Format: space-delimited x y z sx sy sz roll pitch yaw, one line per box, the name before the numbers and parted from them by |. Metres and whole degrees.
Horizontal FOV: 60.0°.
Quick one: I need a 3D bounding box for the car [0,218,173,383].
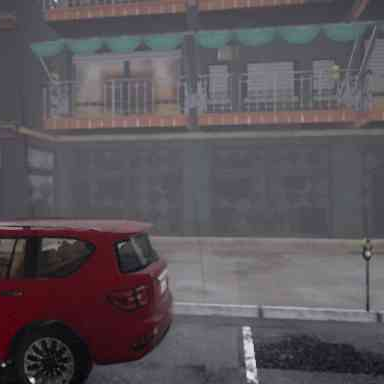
car | -2.747 1.305 4.607 5.009 1.841 2.192 0 0 7
